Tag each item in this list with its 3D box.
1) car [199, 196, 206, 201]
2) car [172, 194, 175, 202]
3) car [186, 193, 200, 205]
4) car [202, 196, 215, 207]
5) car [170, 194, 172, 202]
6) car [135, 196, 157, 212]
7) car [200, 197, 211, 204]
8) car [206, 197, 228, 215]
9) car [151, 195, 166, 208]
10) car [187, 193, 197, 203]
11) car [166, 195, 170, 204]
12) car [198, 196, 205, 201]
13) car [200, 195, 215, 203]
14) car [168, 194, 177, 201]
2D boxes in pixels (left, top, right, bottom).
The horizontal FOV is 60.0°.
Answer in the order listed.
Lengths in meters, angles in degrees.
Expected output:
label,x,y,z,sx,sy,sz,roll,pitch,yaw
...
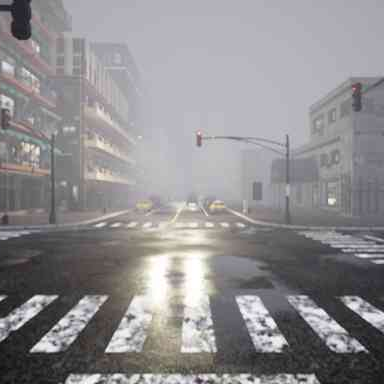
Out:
label,x,y,z,sx,sy,sz,roll,pitch,yaw
car,2.756,1.688,89.810,1.752,1.417,4.829,0,0,0
car,-5.633,1.676,78.567,1.887,1.381,4.507,0,0,0
car,0.044,1.441,61.026,2.097,1.767,4.553,0,0,0
car,2.725,1.640,45.326,1.802,1.307,4.206,0,0,0
car,-5.640,1.629,67.318,1.752,1.417,4.829,0,0,0
car,-5.660,1.574,39.622,1.752,1.417,4.829,0,0,0
car,2.741,1.654,67.483,2.008,1.369,4.403,0,0,0
car,2.718,1.566,34.418,1.752,1.417,4.829,0,0,0
car,-5.651,1.383,50.871,2.192,1.841,5.009,0,0,0
car,0.051,1.226,71.090,2.150,2.045,5.566,0,0,0
car,-5.644,1.642,61.949,2.008,1.369,4.403,0,0,0
car,2.759,1.729,95.179,2.008,1.369,4.403,0,0,0
car,2.730,1.383,50.866,2.192,1.841,5.009,0,0,0
car,-5.620,1.493,95.186,2.192,1.841,5.009,0,0,0
